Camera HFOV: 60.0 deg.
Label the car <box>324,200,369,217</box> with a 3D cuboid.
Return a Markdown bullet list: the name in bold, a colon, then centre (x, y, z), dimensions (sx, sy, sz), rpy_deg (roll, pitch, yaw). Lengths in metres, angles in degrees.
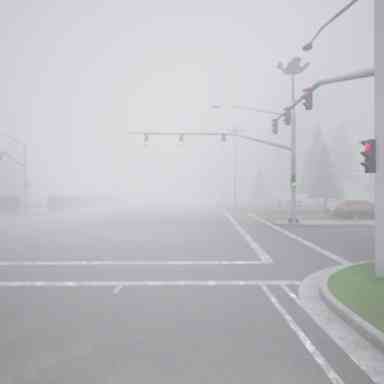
- **car**: centre (15.236, 1.567, 32.256), dimensions (4.553, 1.767, 2.097), rpy_deg (0, 0, -1)

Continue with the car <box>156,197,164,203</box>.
- **car**: centre (-8.851, 2.149, 91.087), dimensions (2.033, 1.411, 5.357), rpy_deg (0, 0, 0)

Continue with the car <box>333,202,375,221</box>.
- **car**: centre (15.148, 1.793, 28.752), dimensions (4.718, 1.301, 1.895), rpy_deg (0, 0, -1)

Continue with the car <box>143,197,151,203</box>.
- **car**: centre (-12.351, 2.134, 91.084), dimensions (1.812, 1.442, 4.674), rpy_deg (0, 0, 0)
